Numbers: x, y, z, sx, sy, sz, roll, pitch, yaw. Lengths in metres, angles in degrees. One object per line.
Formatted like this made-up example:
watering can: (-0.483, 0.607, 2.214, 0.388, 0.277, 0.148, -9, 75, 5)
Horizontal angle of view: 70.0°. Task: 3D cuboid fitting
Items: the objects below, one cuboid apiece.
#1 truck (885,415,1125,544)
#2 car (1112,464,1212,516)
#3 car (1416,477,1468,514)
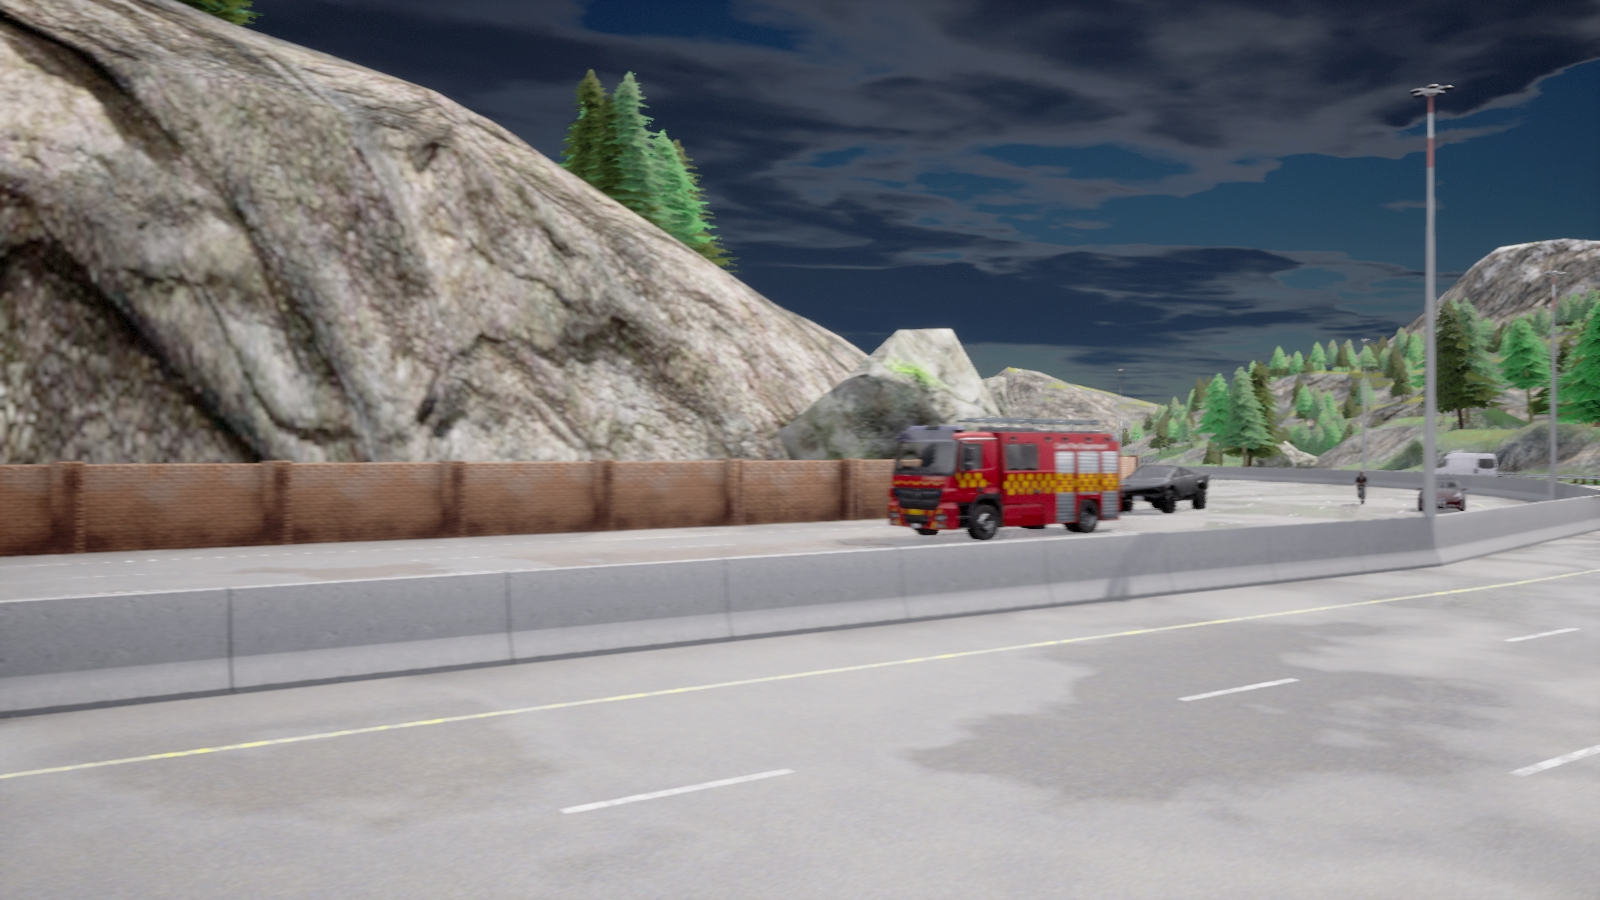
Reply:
truck: (6.925, 0.882, 37.785, 8.468, 3.827, 2.891, 0, 0, -38)
car: (16.563, 1.750, 52.020, 2.390, 2.098, 6.274, 0, 0, 37)
car: (29.732, 2.051, 52.913, 2.007, 1.525, 4.514, 0, 0, 30)
